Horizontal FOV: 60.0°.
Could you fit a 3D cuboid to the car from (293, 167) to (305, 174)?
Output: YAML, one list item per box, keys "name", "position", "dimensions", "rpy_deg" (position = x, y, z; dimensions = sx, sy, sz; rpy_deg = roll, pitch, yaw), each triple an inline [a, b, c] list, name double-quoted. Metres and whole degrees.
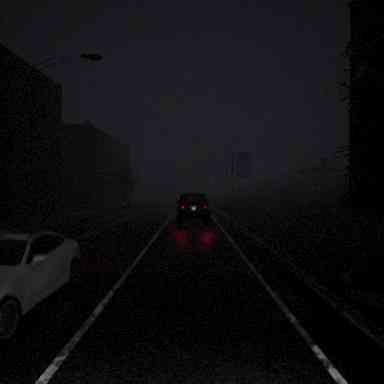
- name: "car"
  position: [22.860, -4.206, 67.105]
  dimensions: [2.185, 1.767, 4.553]
  rpy_deg: [0, 1, -5]

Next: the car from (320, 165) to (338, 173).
- name: "car"
  position: [24.191, -3.768, 55.945]
  dimensions: [2.002, 1.452, 4.674]
  rpy_deg: [0, 1, -7]

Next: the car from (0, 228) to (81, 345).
- name: "car"
  position: [-3.590, 1.484, 6.426]
  dimensions: [1.812, 1.442, 4.674]
  rpy_deg: [0, 0, 0]

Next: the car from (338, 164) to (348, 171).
- name: "car"
  position: [25.001, -3.673, 50.585]
  dimensions: [2.231, 1.521, 4.892]
  rpy_deg: [0, 1, -9]

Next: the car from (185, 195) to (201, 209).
- name: "car"
  position: [0.066, 1.213, 41.431]
  dimensions: [1.882, 1.535, 5.008]
  rpy_deg: [0, 0, 0]

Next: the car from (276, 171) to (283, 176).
- name: "car"
  position: [22.030, -4.311, 78.147]
  dimensions: [2.002, 1.452, 4.674]
  rpy_deg: [0, 1, -3]

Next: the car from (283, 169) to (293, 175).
- name: "car"
  position: [22.387, -4.216, 72.611]
  dimensions: [2.097, 1.535, 5.008]
  rpy_deg: [0, 1, -4]

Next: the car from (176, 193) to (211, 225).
- name: "car"
  position: [0.082, 1.075, 22.752]
  dimensions: [2.150, 2.045, 5.566]
  rpy_deg: [0, 0, 0]

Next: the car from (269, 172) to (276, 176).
- name: "car"
  position: [21.792, -4.481, 83.688]
  dimensions: [2.231, 1.521, 4.892]
  rpy_deg: [0, 1, -1]

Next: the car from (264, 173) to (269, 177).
- name: "car"
  position: [21.659, -4.593, 89.205]
  dimensions: [2.231, 1.521, 4.892]
  rpy_deg: [0, 1, -1]

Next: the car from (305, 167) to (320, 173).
- name: "car"
  position: [23.485, -3.912, 61.417]
  dimensions: [2.163, 1.488, 4.792]
  rpy_deg: [0, 1, -6]
